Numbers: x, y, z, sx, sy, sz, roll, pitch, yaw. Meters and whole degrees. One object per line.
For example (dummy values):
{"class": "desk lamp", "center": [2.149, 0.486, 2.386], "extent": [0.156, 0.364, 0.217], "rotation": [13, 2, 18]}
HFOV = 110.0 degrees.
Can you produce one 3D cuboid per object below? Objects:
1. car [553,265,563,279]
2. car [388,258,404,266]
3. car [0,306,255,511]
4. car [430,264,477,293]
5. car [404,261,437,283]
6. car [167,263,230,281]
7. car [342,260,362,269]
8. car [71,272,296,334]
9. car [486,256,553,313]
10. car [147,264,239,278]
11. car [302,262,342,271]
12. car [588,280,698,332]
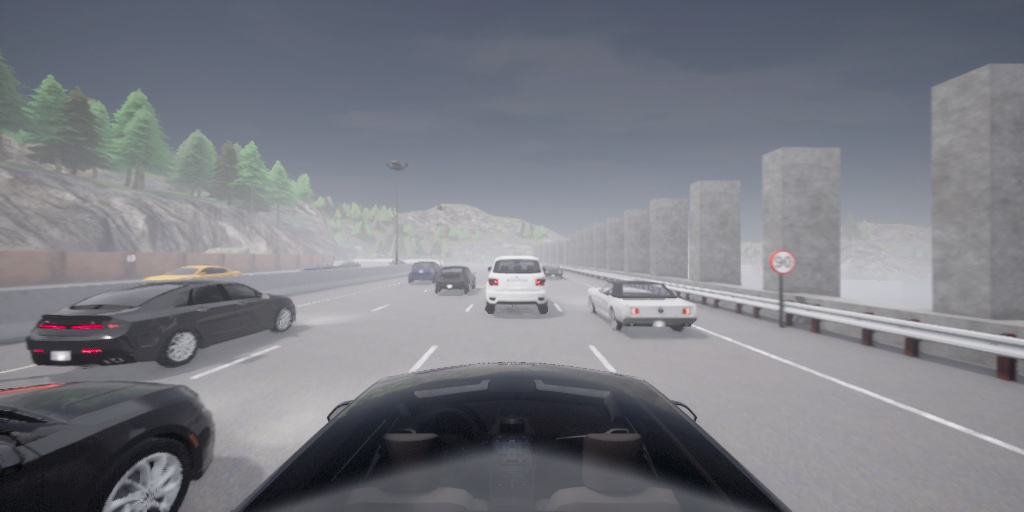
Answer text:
{"class": "car", "center": [3.723, 1.491, 34.871], "extent": [1.895, 1.301, 4.718], "rotation": [0, 0, -1]}
{"class": "car", "center": [-18.097, 1.441, 56.379], "extent": [1.837, 1.490, 4.892], "rotation": [1, 1, -3]}
{"class": "car", "center": [-3.391, 1.247, 0.970], "extent": [1.837, 1.490, 4.892], "rotation": [0, 0, 0]}
{"class": "car", "center": [-3.256, 1.329, 21.239], "extent": [1.837, 1.490, 4.892], "rotation": [0, 0, 0]}
{"class": "car", "center": [-6.739, 1.199, 28.765], "extent": [2.097, 1.767, 4.553], "rotation": [0, 0, 0]}
{"class": "car", "center": [-27.950, 1.389, 32.178], "extent": [1.994, 1.385, 4.181], "rotation": [0, 0, 0]}
{"class": "car", "center": [-25.182, 1.528, 56.175], "extent": [1.895, 1.301, 4.718], "rotation": [0, 0, -4]}
{"class": "car", "center": [-6.865, 1.269, 7.897], "extent": [1.837, 1.490, 4.892], "rotation": [0, 0, 0]}
{"class": "car", "center": [0.186, 1.024, 14.412], "extent": [2.150, 2.045, 5.566], "rotation": [0, 0, 1]}
{"class": "car", "center": [-17.471, 1.271, 19.845], "extent": [1.882, 1.535, 5.008], "rotation": [0, 0, 0]}
{"class": "car", "center": [-21.061, 1.467, 39.506], "extent": [1.895, 1.301, 4.718], "rotation": [0, 0, -1]}
{"class": "car", "center": [3.655, 1.395, 11.061], "extent": [1.895, 1.301, 4.718], "rotation": [0, 0, 1]}
